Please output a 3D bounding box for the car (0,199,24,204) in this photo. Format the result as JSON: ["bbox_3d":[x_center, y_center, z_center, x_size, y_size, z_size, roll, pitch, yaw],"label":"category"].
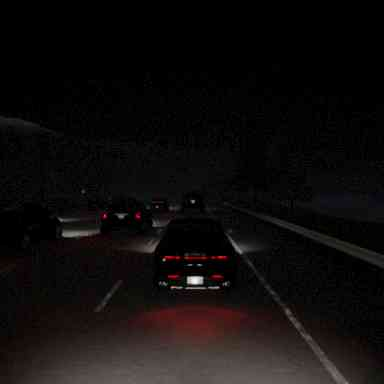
[{"bbox_3d":[-10.404,1.364,20.938,1.812,1.442,4.674,0,1,0],"label":"car"}]

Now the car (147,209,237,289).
[{"bbox_3d":[0.071,1.438,8.925,1.837,1.490,4.892,0,1,0],"label":"car"}]

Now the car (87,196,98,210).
[{"bbox_3d":[-10.480,1.187,37.918,1.882,1.535,5.008,0,0,-1],"label":"car"}]

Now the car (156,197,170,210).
[{"bbox_3d":[-3.433,1.223,35.044,2.128,1.511,4.902,0,1,-1],"label":"car"}]

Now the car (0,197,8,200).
[{"bbox_3d":[-21.200,1.285,36.467,1.994,1.385,4.181,0,0,-1],"label":"car"}]

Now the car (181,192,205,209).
[{"bbox_3d":[0.087,0.966,33.444,2.150,2.045,5.566,0,1,0],"label":"car"}]

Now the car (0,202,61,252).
[{"bbox_3d":[-6.914,1.403,13.388,1.837,1.490,4.892,0,1,0],"label":"car"}]

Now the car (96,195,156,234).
[{"bbox_3d":[-3.407,1.211,18.133,2.097,1.767,4.553,0,0,0],"label":"car"}]
